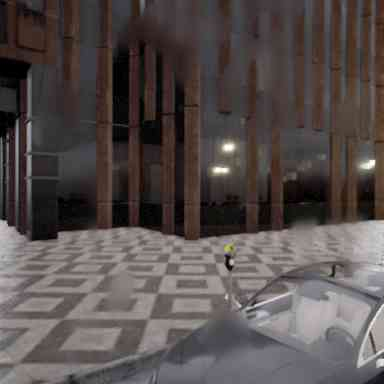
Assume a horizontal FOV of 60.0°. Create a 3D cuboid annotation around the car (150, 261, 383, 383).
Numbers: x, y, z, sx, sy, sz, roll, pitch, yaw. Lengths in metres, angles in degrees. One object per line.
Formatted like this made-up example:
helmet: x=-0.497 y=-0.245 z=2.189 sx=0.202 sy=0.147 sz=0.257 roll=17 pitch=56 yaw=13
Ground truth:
car: x=1.633 y=1.556 z=3.680 sx=4.403 sy=1.369 sz=2.008 roll=0 pitch=0 yaw=-35
